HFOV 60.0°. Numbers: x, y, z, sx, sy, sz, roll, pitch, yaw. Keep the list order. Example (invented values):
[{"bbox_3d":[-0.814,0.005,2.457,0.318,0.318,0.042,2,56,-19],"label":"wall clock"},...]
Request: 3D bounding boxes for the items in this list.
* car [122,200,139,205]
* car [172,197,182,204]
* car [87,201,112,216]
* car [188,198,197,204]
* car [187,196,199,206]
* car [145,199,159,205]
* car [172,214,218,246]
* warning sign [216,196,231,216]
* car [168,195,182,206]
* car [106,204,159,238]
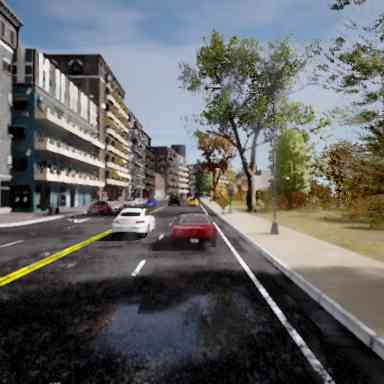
[{"bbox_3d":[-6.542,1.779,34.765,1.895,1.301,4.718,0,0,0],"label":"car"},{"bbox_3d":[-3.137,1.791,70.863,1.837,1.490,4.892,0,0,0],"label":"car"},{"bbox_3d":[-9.788,1.709,35.632,1.812,1.442,4.674,0,0,0],"label":"car"},{"bbox_3d":[0.113,1.886,70.887,1.895,1.301,4.718,0,0,0],"label":"car"},{"bbox_3d":[0.096,1.791,60.435,1.882,1.535,5.008,0,0,0],"label":"car"},{"bbox_3d":[-6.475,1.804,53.739,1.812,1.442,4.674,0,0,0],"label":"car"},{"bbox_3d":[0.122,1.681,15.604,1.895,1.301,4.718,0,0,0],"label":"car"},{"bbox_3d":[2.891,1.273,30.790,1.300,1.860,1.060,-1,-1,0],"label":"warning sign"},{"bbox_3d":[-3.154,1.536,60.472,2.150,2.045,5.566,0,0,0],"label":"car"},{"bbox_3d":[-3.135,1.620,18.337,1.812,1.442,4.674,0,0,0],"label":"car"}]
